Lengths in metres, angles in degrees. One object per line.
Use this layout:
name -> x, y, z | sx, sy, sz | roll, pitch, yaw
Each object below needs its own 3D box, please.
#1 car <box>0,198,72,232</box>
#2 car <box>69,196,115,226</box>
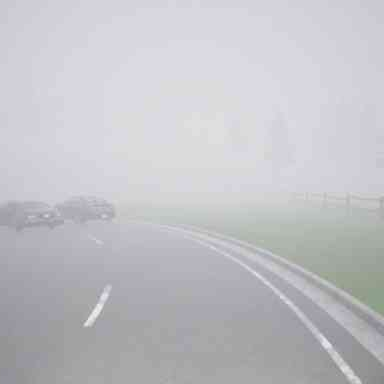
car -> -8.473, 1.083, 16.517 | 5.357, 1.411, 2.033 | 1, 2, 40
car -> -6.250, 0.970, 18.713 | 4.902, 1.511, 2.128 | 2, 2, 44
